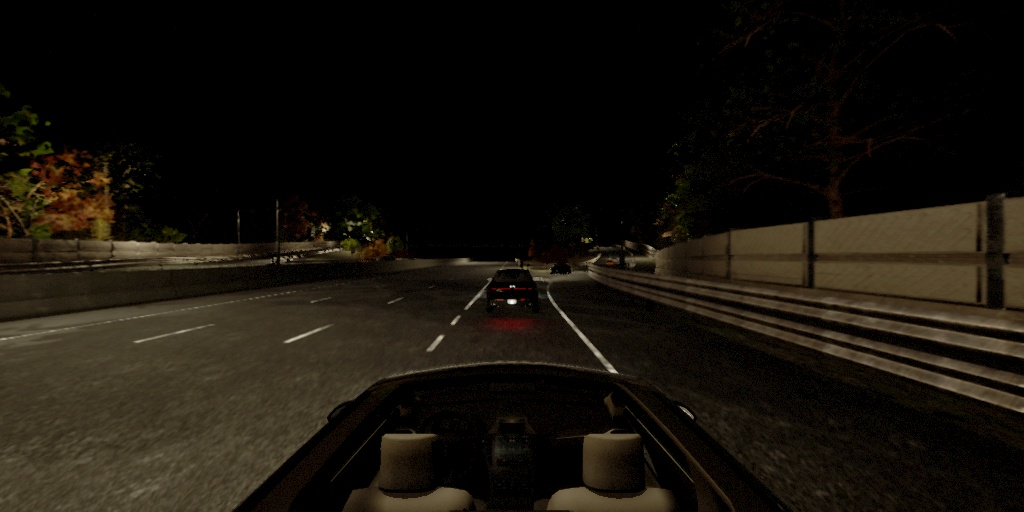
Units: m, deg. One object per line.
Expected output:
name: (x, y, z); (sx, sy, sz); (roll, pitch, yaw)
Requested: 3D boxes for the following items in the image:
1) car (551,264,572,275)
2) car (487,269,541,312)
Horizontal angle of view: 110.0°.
car: (6.357, 1.699, 46.168); (1.812, 1.442, 4.674); (0, -1, 21)
car: (0.068, 1.265, 14.293); (1.837, 1.490, 4.892); (0, 0, 2)
